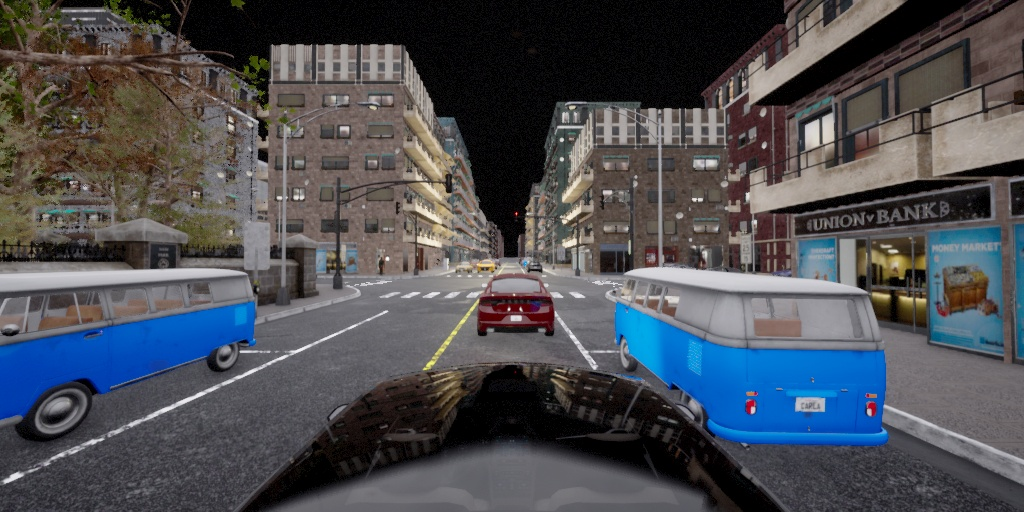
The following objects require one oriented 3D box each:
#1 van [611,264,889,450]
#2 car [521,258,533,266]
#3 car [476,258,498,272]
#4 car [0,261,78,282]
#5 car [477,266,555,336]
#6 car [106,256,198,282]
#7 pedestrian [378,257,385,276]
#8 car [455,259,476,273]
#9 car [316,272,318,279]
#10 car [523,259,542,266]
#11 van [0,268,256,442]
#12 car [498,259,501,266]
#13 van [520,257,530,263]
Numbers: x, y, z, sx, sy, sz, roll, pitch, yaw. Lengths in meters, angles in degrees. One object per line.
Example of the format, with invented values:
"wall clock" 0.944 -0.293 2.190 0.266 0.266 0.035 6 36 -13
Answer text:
"van" 2.658 1.092 5.055 1.690 1.789 3.998 0 0 0
"car" 2.681 1.316 48.644 2.007 1.370 4.403 0 0 0
"car" -3.111 1.241 43.692 1.882 1.535 5.008 0 0 0
"car" -35.364 1.093 25.972 5.357 1.411 2.033 0 -1 1
"car" 0.096 1.230 10.416 1.882 1.535 5.008 0 0 0
"car" -25.837 0.948 25.856 4.553 1.767 2.097 0 -1 1
"pedestrian" -12.546 0.967 34.440 0.375 1.860 0.375 0 -1 1
"car" -5.698 1.289 42.829 1.751 1.417 4.829 0 0 0
"car" -16.610 1.138 25.746 4.902 1.511 2.128 0 -1 1
"car" 2.682 1.329 43.001 1.948 1.339 4.313 0 0 0
"van" -5.657 1.092 5.055 1.690 1.789 3.998 0 0 0
"car" -3.109 1.315 54.315 2.033 1.411 5.357 0 0 0
"van" 2.678 1.111 59.928 1.690 1.789 3.998 0 0 0
